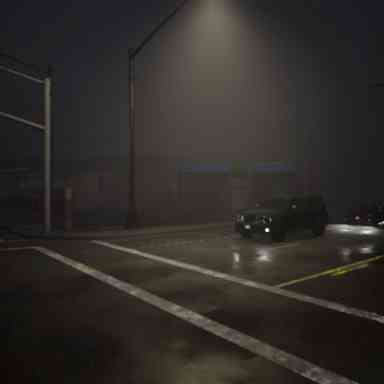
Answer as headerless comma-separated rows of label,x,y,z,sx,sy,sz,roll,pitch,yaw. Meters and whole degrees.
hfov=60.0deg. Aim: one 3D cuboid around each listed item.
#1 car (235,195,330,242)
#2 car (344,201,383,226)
car,4.652,1.195,16.612,5.566,2.045,2.150,0,0,-38
car,12.163,1.493,23.113,1.994,1.385,4.181,0,0,44
